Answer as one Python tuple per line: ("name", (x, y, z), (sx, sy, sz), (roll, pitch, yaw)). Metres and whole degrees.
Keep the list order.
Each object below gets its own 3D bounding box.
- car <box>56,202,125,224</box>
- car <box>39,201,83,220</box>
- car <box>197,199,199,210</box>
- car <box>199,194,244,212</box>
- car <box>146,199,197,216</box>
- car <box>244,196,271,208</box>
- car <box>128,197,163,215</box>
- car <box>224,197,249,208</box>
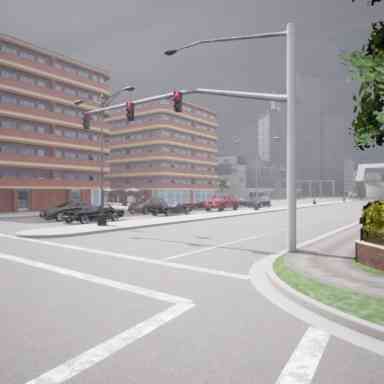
("car", (-7.346, 1.601, 24.889), (1.895, 1.301, 4.718), (0, 0, 33))
("car", (-9.948, 1.505, 27.224), (1.837, 1.490, 4.892), (0, 0, 36))
("car", (0.711, 1.601, 41.851), (1.895, 1.301, 4.718), (0, 0, 36))
("car", (3.644, 1.221, 39.929), (2.150, 2.045, 5.566), (0, 0, 36))
("car", (-1.933, 1.599, 32.285), (1.895, 1.301, 4.718), (0, 0, 36))
("car", (9.698, 1.352, 48.193), (2.097, 1.767, 4.553), (0, 0, 36))
("car", (-4.544, 1.352, 34.635), (2.097, 1.767, 4.553), (0, 0, 35))
("car", (6.765, 1.526, 50.110), (1.812, 1.442, 4.674), (0, 0, 36))
